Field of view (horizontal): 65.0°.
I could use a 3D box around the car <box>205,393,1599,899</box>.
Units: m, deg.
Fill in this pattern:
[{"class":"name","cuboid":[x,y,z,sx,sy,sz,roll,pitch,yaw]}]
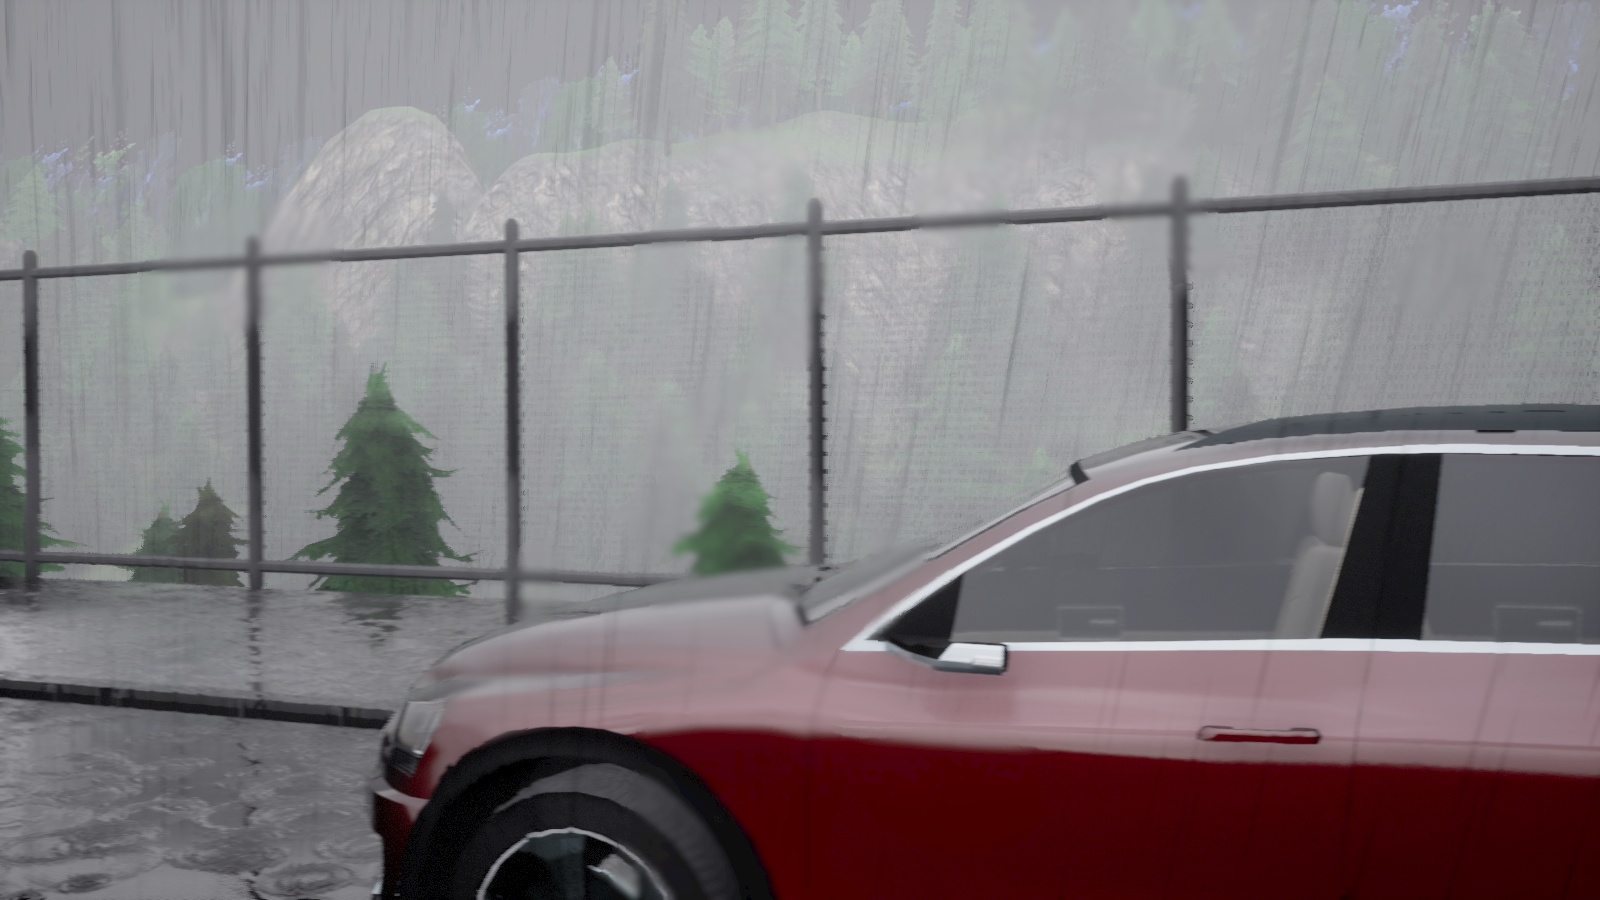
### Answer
[{"class":"car","cuboid":[1.136,0.707,3.336,4.856,1.649,2.033,1,1,19]}]
